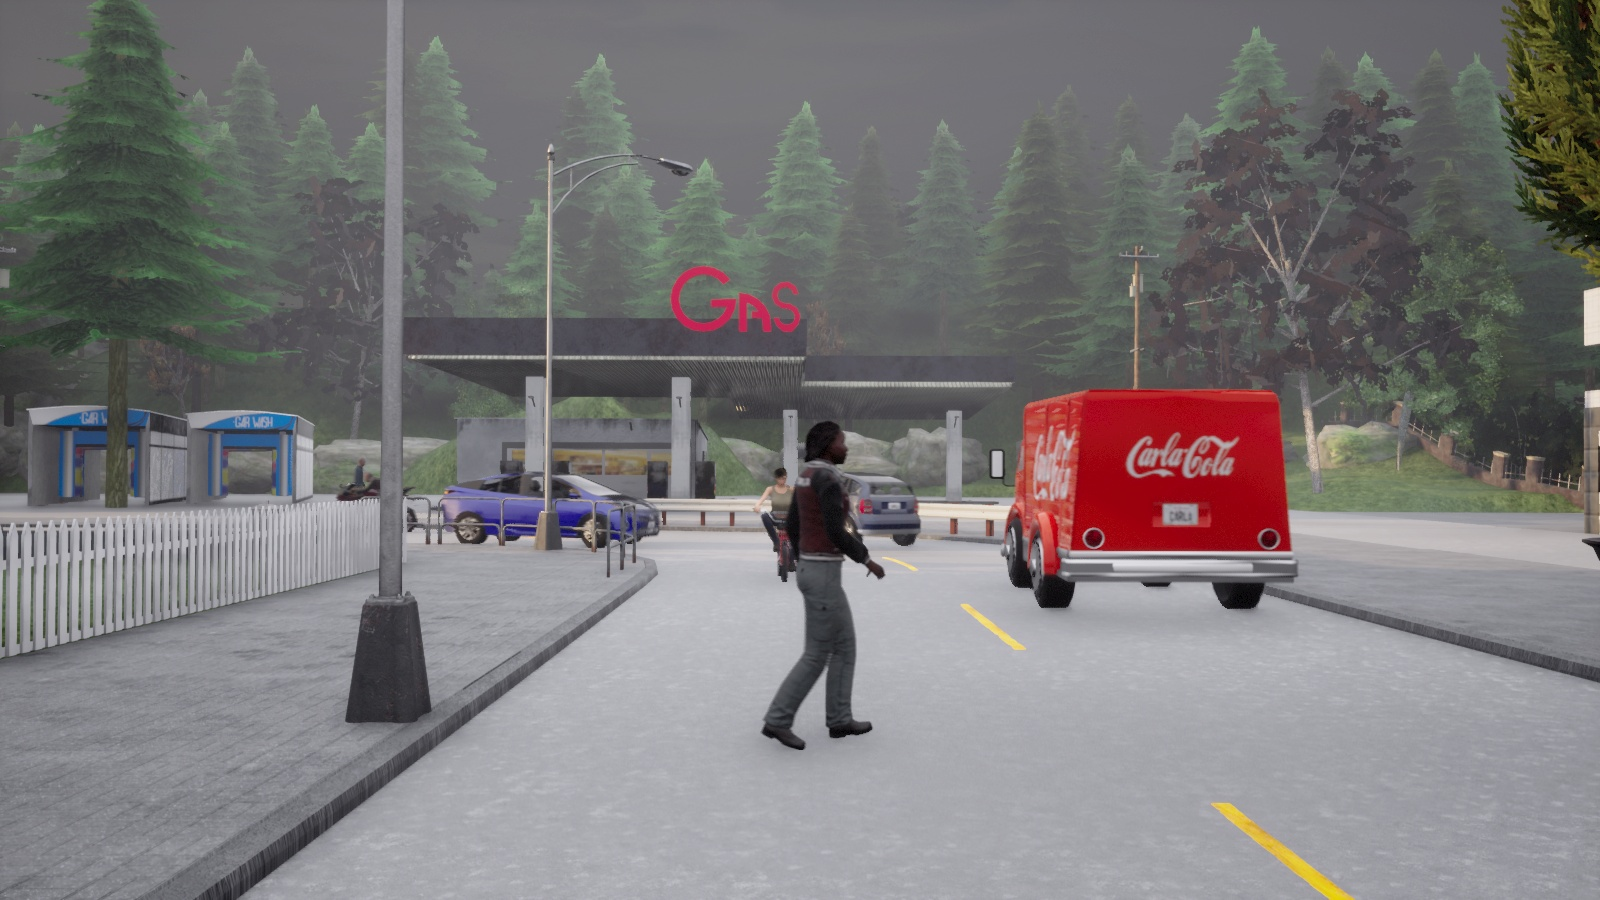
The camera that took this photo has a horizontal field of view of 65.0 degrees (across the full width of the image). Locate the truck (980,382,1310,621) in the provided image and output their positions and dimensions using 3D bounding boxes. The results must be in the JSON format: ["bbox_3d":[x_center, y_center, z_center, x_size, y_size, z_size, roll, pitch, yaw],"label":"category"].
[{"bbox_3d":[3.952,0.574,15.631,2.627,2.467,5.204,0,-1,0],"label":"truck"}]

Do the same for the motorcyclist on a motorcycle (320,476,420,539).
[{"bbox_3d":[-10.623,1.413,31.068,2.191,1.530,0.866,0,-1,1],"label":"motorcyclist on a motorcycle"}]

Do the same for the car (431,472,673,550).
[{"bbox_3d":[-5.127,1.221,26.143,4.514,1.525,2.007,0,-1,16],"label":"car"}]

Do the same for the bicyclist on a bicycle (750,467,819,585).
[{"bbox_3d":[-0.240,1.054,18.013,0.866,1.612,1.509,-1,-1,-5],"label":"bicyclist on a bicycle"}]

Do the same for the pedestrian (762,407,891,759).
[{"bbox_3d":[0.142,0.731,7.156,0.666,1.930,0.402,0,-1,-10],"label":"pedestrian"}]

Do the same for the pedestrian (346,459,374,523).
[{"bbox_3d":[-12.813,1.188,36.584,0.726,1.842,0.402,0,-1,-16],"label":"pedestrian"}]

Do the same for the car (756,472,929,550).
[{"bbox_3d":[0.843,1.240,26.736,1.789,1.549,3.705,1,-1,-36],"label":"car"}]
